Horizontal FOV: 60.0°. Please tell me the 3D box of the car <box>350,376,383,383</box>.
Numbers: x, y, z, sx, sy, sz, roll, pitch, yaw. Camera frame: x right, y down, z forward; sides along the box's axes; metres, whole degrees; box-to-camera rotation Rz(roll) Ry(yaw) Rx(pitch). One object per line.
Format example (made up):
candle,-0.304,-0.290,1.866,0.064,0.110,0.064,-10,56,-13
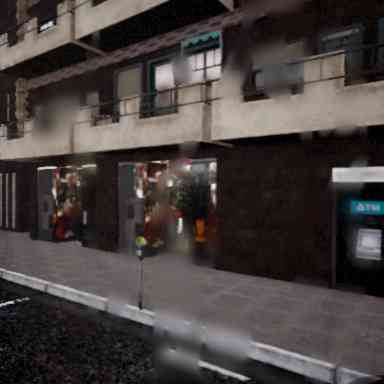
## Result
car,2.516,1.575,1.076,4.313,1.339,1.947,0,1,35
